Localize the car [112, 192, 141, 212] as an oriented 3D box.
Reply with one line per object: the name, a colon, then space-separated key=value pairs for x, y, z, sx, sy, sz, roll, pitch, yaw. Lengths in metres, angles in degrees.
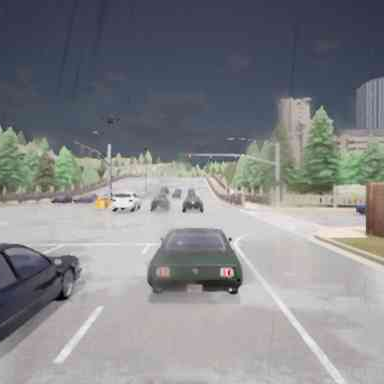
car: x=-6.902 y=1.018 z=35.586 sx=2.150 sy=2.045 sz=5.566 roll=0 pitch=0 yaw=0

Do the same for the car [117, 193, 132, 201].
car: x=-14.070 y=0.991 z=69.647 sx=2.128 sy=1.511 sz=4.902 roll=0 pitch=1 yaw=0

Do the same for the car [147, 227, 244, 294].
car: x=0.107 y=1.551 z=8.591 sx=1.895 sy=1.301 sz=4.718 roll=0 pitch=0 yaw=1

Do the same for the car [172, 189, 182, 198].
car: x=-3.611 y=0.633 z=76.961 sx=2.128 sy=1.511 sz=4.902 roll=0 pitch=4 yaw=0

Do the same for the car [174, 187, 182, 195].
car: x=-3.667 y=-0.200 z=86.976 sx=2.033 sy=1.411 sz=5.357 roll=0 pitch=7 yaw=0

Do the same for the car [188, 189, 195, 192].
car: x=-0.109 y=0.674 z=76.566 sx=2.033 sy=1.411 sz=5.357 roll=0 pitch=4 yaw=0

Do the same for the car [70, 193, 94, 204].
car: x=-17.569 y=1.293 z=53.869 sx=1.895 sy=1.301 sz=4.718 roll=0 pitch=0 yaw=0

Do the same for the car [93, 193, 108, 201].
car: x=-14.075 y=1.216 z=54.163 sx=1.812 sy=1.442 sz=4.674 roll=0 pitch=0 yaw=0

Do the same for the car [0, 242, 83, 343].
car: x=-3.432 y=1.517 z=5.180 sx=2.033 sy=1.411 sz=5.357 roll=0 pitch=0 yaw=0

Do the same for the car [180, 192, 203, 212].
car: x=0.096 y=1.145 z=36.268 sx=2.097 sy=1.767 sz=4.553 roll=0 pitch=0 yaw=0

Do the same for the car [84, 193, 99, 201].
car: x=-21.070 y=0.987 z=69.704 sx=1.812 sy=1.442 sz=4.674 roll=0 pitch=1 yaw=0

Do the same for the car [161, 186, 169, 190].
car: x=-7.167 y=-0.516 z=86.949 sx=2.150 sy=2.045 sz=5.566 roll=0 pitch=7 yaw=0

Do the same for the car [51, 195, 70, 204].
car: x=-21.061 y=1.237 z=54.254 sx=2.033 sy=1.411 sz=5.357 roll=0 pitch=0 yaw=0

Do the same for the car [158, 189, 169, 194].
car: x=-7.111 y=0.701 z=76.976 sx=1.895 sy=1.301 sz=4.718 roll=0 pitch=4 yaw=0

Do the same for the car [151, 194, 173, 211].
car: x=-3.403 y=1.295 z=36.639 sx=1.837 sy=1.490 sz=4.892 roll=0 pitch=0 yaw=0

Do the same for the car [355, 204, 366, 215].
car: x=16.995 y=1.312 z=29.130 sx=5.008 sy=1.535 sz=1.882 roll=0 pitch=0 yaw=0

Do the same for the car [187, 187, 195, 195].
car: x=-0.167 y=-0.200 z=86.996 sx=2.033 sy=1.411 sz=5.357 roll=0 pitch=7 yaw=0

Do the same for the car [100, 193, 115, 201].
car: x=-17.568 y=0.953 z=69.354 sx=1.882 sy=1.535 sz=5.008 roll=0 pitch=1 yaw=0
